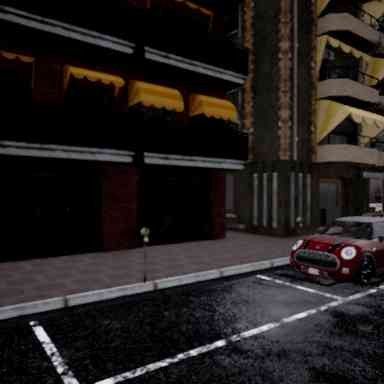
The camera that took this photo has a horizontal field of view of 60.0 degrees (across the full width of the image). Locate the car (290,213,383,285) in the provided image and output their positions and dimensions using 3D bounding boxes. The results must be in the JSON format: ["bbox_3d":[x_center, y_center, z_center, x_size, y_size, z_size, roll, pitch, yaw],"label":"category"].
[{"bbox_3d":[4.648,1.448,9.434,4.097,1.590,1.967,0,0,-36],"label":"car"}]
